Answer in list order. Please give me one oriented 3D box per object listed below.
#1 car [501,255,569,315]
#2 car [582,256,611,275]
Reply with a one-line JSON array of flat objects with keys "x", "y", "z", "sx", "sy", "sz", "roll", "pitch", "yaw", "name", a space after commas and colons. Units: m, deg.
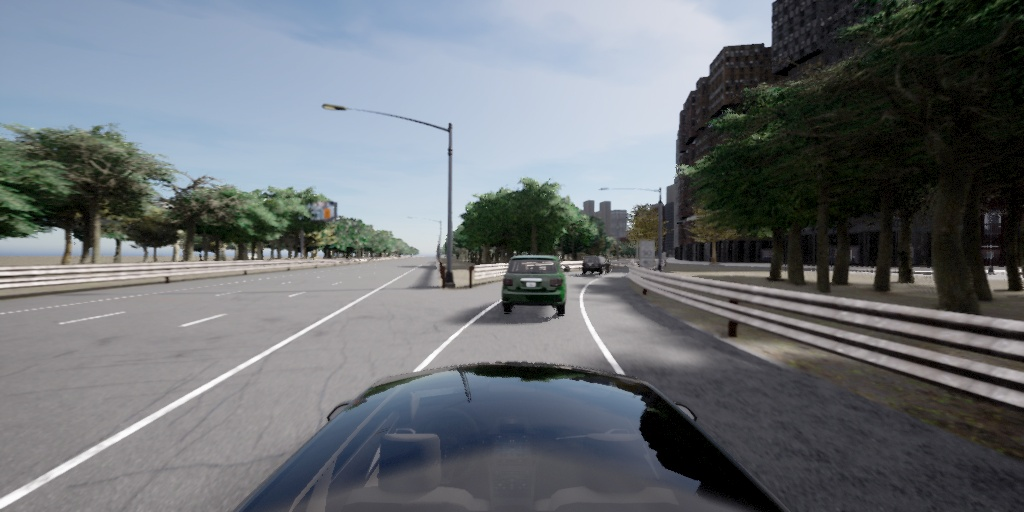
[{"x": 1.021, "y": 1.001, "z": 13.903, "sx": 2.150, "sy": 2.045, "sz": 5.566, "roll": 0, "pitch": 0, "yaw": 9, "name": "car"}, {"x": 9.384, "y": 1.037, "z": 39.705, "sx": 2.150, "sy": 2.045, "sz": 5.566, "roll": 0, "pitch": 0, "yaw": 27, "name": "car"}]
